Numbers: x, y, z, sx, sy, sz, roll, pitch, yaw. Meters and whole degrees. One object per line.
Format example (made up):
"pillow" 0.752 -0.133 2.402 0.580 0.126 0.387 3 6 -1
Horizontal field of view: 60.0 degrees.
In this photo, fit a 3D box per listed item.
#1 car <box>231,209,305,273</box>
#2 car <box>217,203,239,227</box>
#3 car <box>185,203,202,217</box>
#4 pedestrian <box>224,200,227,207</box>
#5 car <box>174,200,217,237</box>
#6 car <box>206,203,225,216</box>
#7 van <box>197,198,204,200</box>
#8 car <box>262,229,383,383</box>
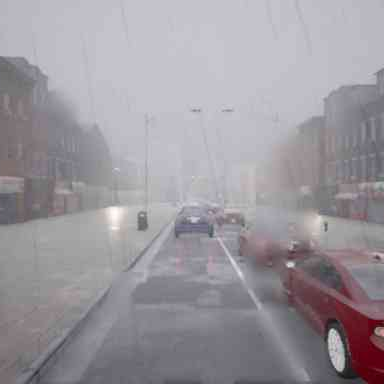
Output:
"car" 2.639 1.550 11.078 1.967 1.590 4.097 -1 -1 0
"car" 2.774 1.789 24.734 1.812 1.442 4.674 0 -1 0
"car" 0.150 1.948 37.390 1.812 1.442 4.674 0 -1 0
"pedestrian" 2.776 1.591 27.565 0.375 1.860 0.375 -1 0 0
"car" 0.118 1.552 19.353 2.097 1.767 4.553 0 -1 0
"car" 2.665 1.992 39.205 1.887 1.381 4.507 -1 -1 0
"van" 2.699 2.519 83.037 1.690 1.788 3.998 -1 -1 0
"car" 2.635 1.597 5.452 1.887 1.381 4.507 -1 -1 0
